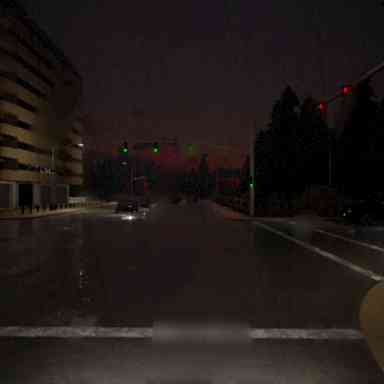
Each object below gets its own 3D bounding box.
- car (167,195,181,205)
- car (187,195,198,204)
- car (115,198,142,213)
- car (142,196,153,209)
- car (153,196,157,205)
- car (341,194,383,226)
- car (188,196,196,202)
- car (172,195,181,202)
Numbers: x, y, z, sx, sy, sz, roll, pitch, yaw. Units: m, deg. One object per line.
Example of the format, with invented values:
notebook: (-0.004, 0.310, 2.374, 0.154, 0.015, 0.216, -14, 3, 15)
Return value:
car: (-3.471, 1.572, 60.549, 2.033, 1.411, 5.357, 0, 0, 1)
car: (0.032, 1.380, 65.069, 2.097, 1.767, 4.553, 0, 0, 0)
car: (-7.127, 1.493, 36.669, 1.882, 1.535, 5.008, 0, 0, 0)
car: (-7.134, 1.546, 46.976, 1.812, 1.442, 4.674, 0, 0, 0)
car: (-7.133, 1.530, 57.979, 1.837, 1.490, 4.892, 0, 0, 0)
car: (13.016, 1.176, 22.278, 5.566, 2.045, 2.150, 0, 0, 2)
car: (-0.080, 1.557, 76.155, 1.812, 1.442, 4.674, 0, 0, 0)
car: (-3.579, 1.511, 75.909, 1.882, 1.535, 5.008, 0, 0, 0)
